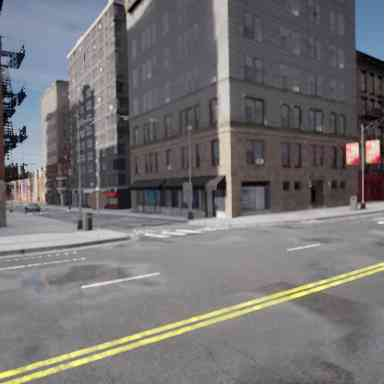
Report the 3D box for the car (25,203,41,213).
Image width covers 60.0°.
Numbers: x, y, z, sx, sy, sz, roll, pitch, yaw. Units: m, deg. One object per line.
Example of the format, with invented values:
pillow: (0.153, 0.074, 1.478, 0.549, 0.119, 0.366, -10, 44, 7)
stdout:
car: (-25.453, 2.518, 53.145, 1.837, 1.490, 4.892, -2, 0, -35)
